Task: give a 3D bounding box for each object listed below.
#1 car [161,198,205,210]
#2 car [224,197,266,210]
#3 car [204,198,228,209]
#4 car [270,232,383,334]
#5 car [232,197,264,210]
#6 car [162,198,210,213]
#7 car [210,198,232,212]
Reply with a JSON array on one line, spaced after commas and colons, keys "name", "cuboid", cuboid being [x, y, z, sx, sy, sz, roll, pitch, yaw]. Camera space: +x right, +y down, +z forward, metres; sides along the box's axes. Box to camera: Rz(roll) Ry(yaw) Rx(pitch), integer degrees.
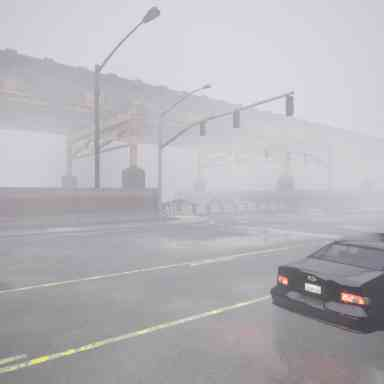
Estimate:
[{"name": "car", "cuboid": [-0.929, 1.295, 35.965, 4.536, 1.218, 1.853, 0, 0, 7]}, {"name": "car", "cuboid": [6.710, 1.453, 42.483, 4.974, 1.542, 2.038, 0, 0, -8]}, {"name": "car", "cuboid": [2.854, 1.295, 38.732, 1.853, 1.218, 4.536, 0, 0, 17]}, {"name": "car", "cuboid": [3.916, 1.547, 6.647, 5.357, 1.411, 2.033, 0, 0, -36]}, {"name": "car", "cuboid": [6.659, 1.295, 42.476, 4.536, 1.218, 1.853, 0, 0, -8]}, {"name": "car", "cuboid": [-0.878, 1.453, 35.959, 4.974, 1.542, 2.038, 0, 0, 7]}, {"name": "car", "cuboid": [2.839, 1.453, 38.683, 2.038, 1.542, 4.974, 0, 0, 17]}]
